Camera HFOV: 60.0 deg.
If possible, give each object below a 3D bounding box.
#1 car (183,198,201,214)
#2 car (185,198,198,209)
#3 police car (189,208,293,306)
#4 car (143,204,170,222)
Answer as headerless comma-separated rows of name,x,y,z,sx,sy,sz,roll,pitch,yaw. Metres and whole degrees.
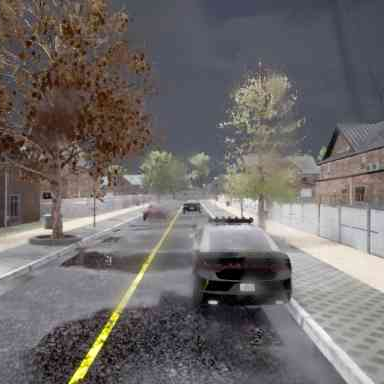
car,0.004,1.503,36.266,1.882,1.535,5.008,0,0,0
car,-0.045,1.563,46.712,1.812,1.442,4.674,0,0,0
police car,0.946,1.430,8.275,1.930,1.638,5.238,0,0,0
car,-2.805,1.618,26.862,1.895,1.301,4.718,0,0,0
